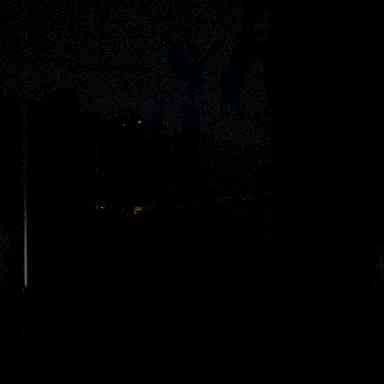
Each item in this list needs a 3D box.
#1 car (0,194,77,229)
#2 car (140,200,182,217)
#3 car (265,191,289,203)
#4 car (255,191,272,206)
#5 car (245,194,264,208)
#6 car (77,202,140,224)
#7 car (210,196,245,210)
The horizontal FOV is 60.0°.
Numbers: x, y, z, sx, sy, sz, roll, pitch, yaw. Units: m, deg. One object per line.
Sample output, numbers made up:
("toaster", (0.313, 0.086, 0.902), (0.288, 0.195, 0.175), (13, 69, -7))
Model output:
("car", (-10.532, 1.129, 21.104), (2.150, 2.045, 5.566), (-1, 0, 35))
("car", (-2.698, 1.317, 27.658), (1.752, 1.417, 4.829), (0, 0, 35))
("car", (14.558, 0.824, 56.689), (2.150, 2.045, 5.566), (-1, 0, 35))
("car", (10.240, 0.949, 46.098), (2.192, 1.841, 5.009), (-1, 0, 35))
("car", (6.983, 1.253, 41.454), (1.802, 1.307, 4.206), (-1, 0, 35))
("car", (-6.055, 1.389, 22.874), (2.008, 1.369, 4.403), (0, 0, 35))
("car", (3.722, 1.150, 36.809), (1.967, 1.590, 4.097), (-1, 0, 35))
